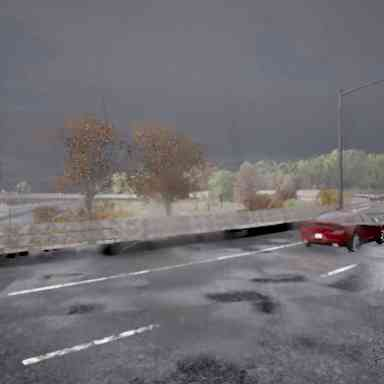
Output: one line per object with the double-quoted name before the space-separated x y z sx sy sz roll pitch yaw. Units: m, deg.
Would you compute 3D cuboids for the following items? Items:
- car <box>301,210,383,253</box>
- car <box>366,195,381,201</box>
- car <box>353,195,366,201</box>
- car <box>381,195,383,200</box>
"car" 6.504 1.492 14.039 5.008 1.535 1.882 0 0 -43
"car" 43.291 1.471 81.004 1.994 1.385 4.181 0 0 4
"car" 39.806 1.430 81.342 1.837 1.490 4.892 0 0 4
"car" 46.781 1.446 80.141 1.812 1.442 4.674 0 0 4
